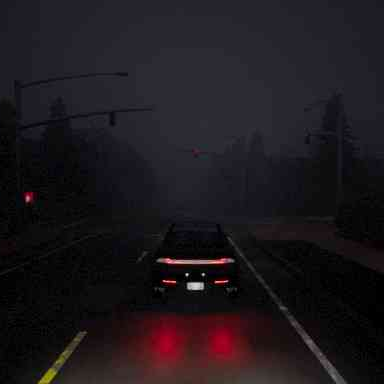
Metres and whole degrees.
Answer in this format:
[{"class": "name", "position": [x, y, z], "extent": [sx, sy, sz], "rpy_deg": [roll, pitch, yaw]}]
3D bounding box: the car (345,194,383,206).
[{"class": "car", "position": [15.881, 1.202, 28.964], "extent": [5.566, 2.045, 2.150], "rpy_deg": [0, 0, -8]}]

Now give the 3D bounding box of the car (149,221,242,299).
[{"class": "car", "position": [0.084, 1.492, 8.444], "extent": [2.128, 1.511, 4.902], "rpy_deg": [0, 0, 0]}]
